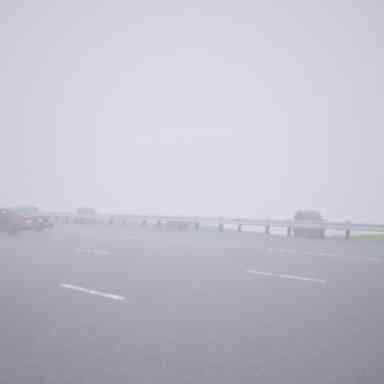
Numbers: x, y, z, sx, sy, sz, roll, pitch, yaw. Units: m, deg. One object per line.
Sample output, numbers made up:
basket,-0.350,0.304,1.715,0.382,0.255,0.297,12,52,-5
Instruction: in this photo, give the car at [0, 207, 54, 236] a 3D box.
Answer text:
car,-10.163,1.565,18.587,5.357,1.411,2.033,0,0,28
